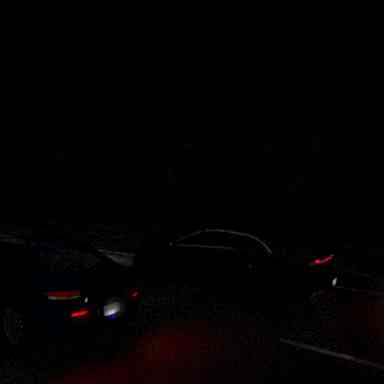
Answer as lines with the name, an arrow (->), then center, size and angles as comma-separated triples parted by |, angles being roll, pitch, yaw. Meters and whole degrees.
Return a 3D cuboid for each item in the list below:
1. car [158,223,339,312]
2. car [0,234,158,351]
car -> 0.755, 1.492, 7.755 | 4.902, 1.511, 2.128 | 0, 0, 36
car -> -3.034, 1.527, 6.161 | 4.674, 1.442, 1.812 | 0, 0, 36
